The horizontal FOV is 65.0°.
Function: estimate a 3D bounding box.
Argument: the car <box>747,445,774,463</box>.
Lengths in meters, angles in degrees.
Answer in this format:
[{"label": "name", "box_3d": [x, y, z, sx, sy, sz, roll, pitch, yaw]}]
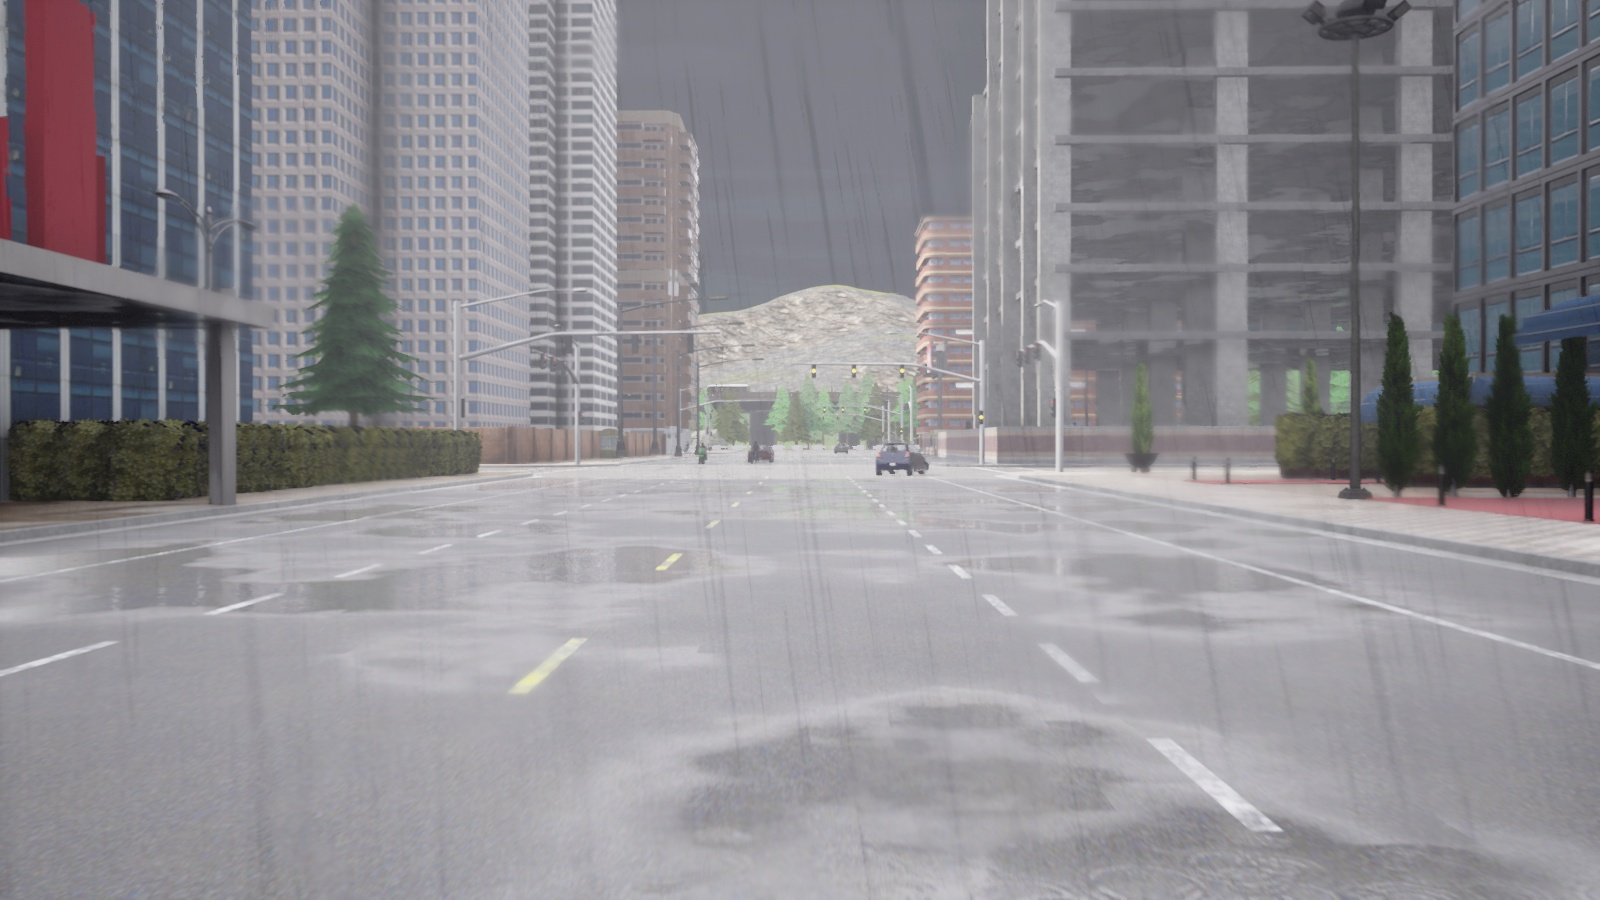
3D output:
[{"label": "car", "box_3d": [-2.980, 0.306, 95.532, 1.895, 1.301, 4.718, 0, 0, 1]}]

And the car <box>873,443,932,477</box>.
[{"label": "car", "box_3d": [4.747, 0.439, 57.738, 1.845, 1.501, 3.633, 0, 0, 19]}]
